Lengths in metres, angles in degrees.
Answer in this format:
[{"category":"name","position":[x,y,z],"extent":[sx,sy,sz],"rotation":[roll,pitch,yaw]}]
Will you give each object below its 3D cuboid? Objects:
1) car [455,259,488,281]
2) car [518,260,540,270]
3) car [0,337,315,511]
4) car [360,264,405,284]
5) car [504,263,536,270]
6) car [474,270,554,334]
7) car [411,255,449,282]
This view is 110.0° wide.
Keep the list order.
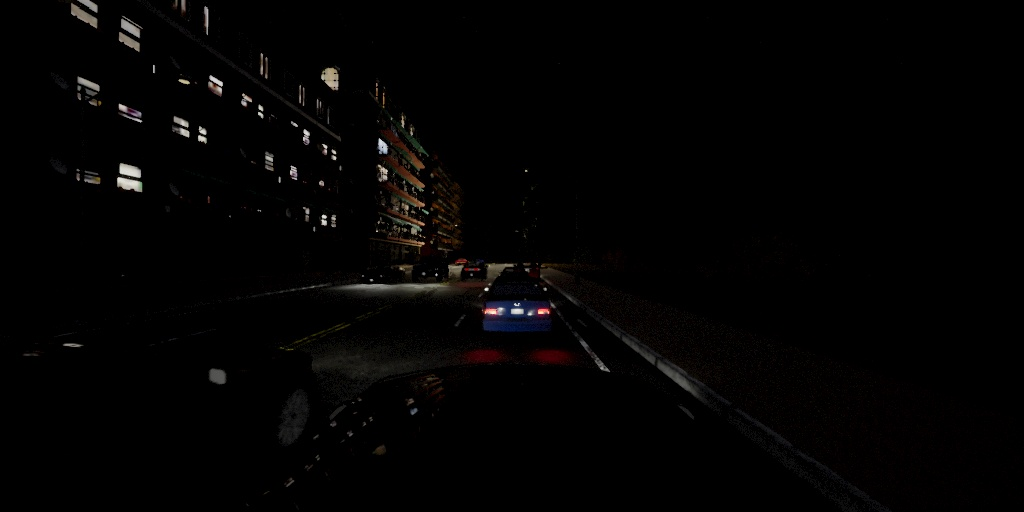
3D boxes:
[{"category":"car","position":[-3.100,1.244,29.920],"extent":[2.128,1.511,4.902],"rotation":[0,0,0]},{"category":"car","position":[1.187,1.105,29.865],"extent":[2.097,1.767,4.553],"rotation":[0,0,0]},{"category":"car","position":[-3.152,1.228,2.055],"extent":[1.882,1.535,5.008],"rotation":[0,0,0]},{"category":"car","position":[-9.803,1.301,27.694],"extent":[2.033,1.411,5.357],"rotation":[0,0,0]},{"category":"car","position":[0.128,1.317,20.930],"extent":[1.994,1.385,4.181],"rotation":[0,0,1]},{"category":"car","position":[0.117,1.299,10.597],"extent":[2.033,1.411,5.357],"rotation":[0,0,0]},{"category":"car","position":[-6.551,0.975,29.375],"extent":[2.150,2.045,5.566],"rotation":[0,0,0]}]
